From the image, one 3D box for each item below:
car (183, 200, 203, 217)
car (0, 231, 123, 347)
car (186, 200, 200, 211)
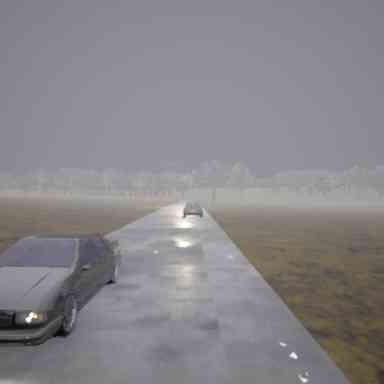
[{"bbox_3d":[0.101,1.743,33.182,1.994,1.385,4.181,0,0,0],"label":"car"},{"bbox_3d":[-2.794,1.567,6.919,2.033,1.411,5.357,0,0,0],"label":"car"},{"bbox_3d":[0.108,1.863,48.017,2.033,1.411,5.357,0,-1,-1],"label":"car"}]
